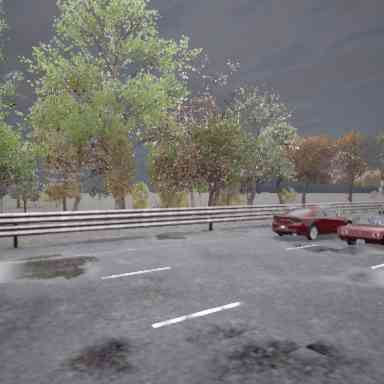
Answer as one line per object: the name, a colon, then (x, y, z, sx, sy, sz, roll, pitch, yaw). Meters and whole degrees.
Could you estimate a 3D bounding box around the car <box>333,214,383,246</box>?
car: (8.294, 1.612, 14.084, 4.718, 1.301, 1.895, 0, 0, -35)

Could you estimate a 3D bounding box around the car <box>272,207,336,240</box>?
car: (6.238, 1.481, 16.916, 5.008, 1.535, 1.882, 0, 0, -35)
